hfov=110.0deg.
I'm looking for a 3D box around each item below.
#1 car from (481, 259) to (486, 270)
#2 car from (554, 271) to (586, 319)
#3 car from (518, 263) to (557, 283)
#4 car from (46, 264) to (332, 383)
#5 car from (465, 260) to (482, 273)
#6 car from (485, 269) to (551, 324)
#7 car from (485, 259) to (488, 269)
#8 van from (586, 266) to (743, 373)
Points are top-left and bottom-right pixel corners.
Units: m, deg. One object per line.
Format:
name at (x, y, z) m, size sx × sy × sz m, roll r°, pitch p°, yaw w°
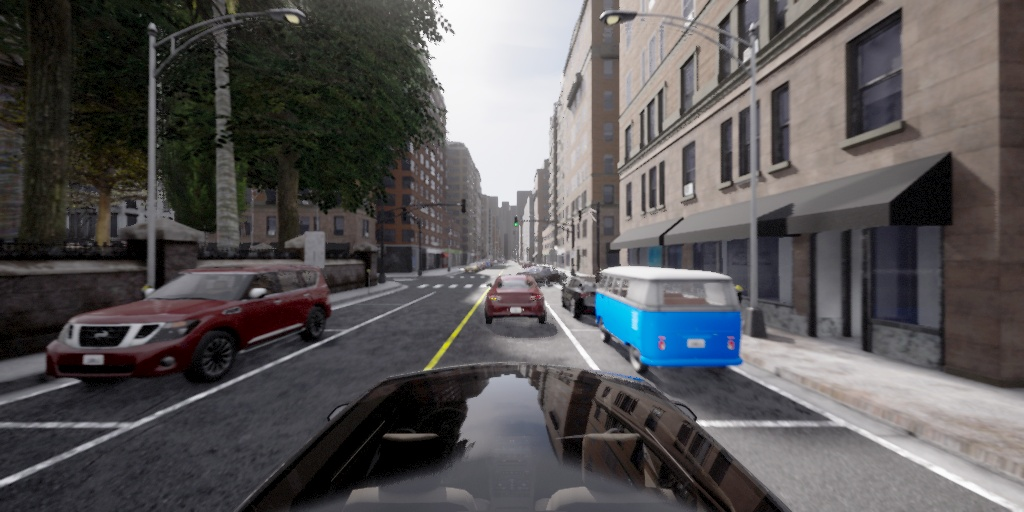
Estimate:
car at (-5.666, 1.660, 56.503) m, size 2.007 × 1.370 × 4.403 m, roll 0°, pitch 0°, yaw 0°
car at (2.857, 1.393, 13.065) m, size 1.948 × 1.339 × 4.313 m, roll 0°, pitch 0°, yaw 0°
car at (2.316, 1.467, 27.135) m, size 2.033 × 1.411 × 5.357 m, roll 0°, pitch 0°, yaw 32°
car at (-5.668, 1.104, 7.365) m, size 2.192 × 1.841 × 5.009 m, roll 0°, pitch 0°, yaw 0°
car at (-5.667, 1.598, 50.883) m, size 1.751 × 1.417 × 4.829 m, roll 0°, pitch 0°, yaw 0°
car at (0.102, 1.348, 12.209) m, size 1.812 × 1.442 × 4.674 m, roll 0°, pitch 0°, yaw 0°
car at (-5.666, 1.692, 61.954) m, size 1.888 × 1.381 × 4.507 m, roll 0°, pitch 0°, yaw 0°
van at (2.857, 1.130, 7.405) m, size 1.690 × 1.789 × 3.998 m, roll 0°, pitch 0°, yaw 0°
